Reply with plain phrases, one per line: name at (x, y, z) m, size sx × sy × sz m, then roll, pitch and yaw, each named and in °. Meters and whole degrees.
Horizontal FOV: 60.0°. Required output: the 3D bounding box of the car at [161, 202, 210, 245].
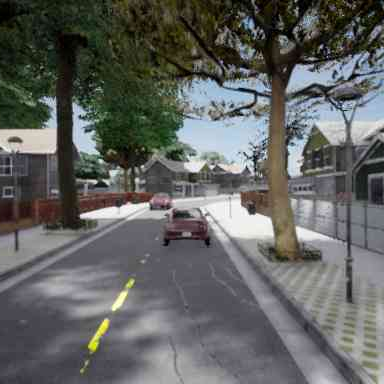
car at (-0.221, 1.372, 14.588) m, size 1.812 × 1.442 × 4.674 m, roll 0°, pitch 1°, yaw -1°

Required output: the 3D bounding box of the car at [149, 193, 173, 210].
car at (-3.253, 0.905, 35.527) m, size 2.097 × 1.767 × 4.553 m, roll -1°, pitch 1°, yaw 2°
